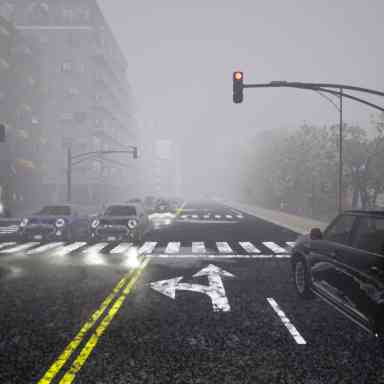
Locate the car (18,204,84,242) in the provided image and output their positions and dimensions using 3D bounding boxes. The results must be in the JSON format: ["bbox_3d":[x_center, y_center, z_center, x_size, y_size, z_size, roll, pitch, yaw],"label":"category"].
[{"bbox_3d":[-6.570,1.392,16.458,2.097,1.767,4.553,0,-1,0],"label":"car"}]

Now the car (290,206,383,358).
[{"bbox_3d":[3.374,1.221,5.292,2.150,2.045,5.566,0,0,-2],"label":"car"}]

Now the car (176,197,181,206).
[{"bbox_3d":[-3.210,1.563,57.191,2.033,1.411,5.357,0,0,0],"label":"car"}]

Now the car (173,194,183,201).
[{"bbox_3d":[-3.090,1.195,72.848,1.994,1.385,4.181,0,0,0],"label":"car"}]

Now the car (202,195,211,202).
[{"bbox_3d":[3.423,1.387,78.432,2.097,1.767,4.553,0,0,0],"label":"car"}]

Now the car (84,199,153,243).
[{"bbox_3d":[-3.322,1.368,16.039,2.097,1.767,4.553,0,-1,0],"label":"car"}]

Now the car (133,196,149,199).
[{"bbox_3d":[-6.514,1.509,38.686,1.837,1.490,4.892,0,0,0],"label":"car"}]

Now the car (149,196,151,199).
[{"bbox_3d":[-6.482,1.363,51.445,2.097,1.767,4.553,0,0,0],"label":"car"}]

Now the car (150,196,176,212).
[{"bbox_3d":[-3.278,1.496,38.357,2.128,1.511,4.902,0,0,-2],"label":"car"}]

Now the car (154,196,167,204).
[{"bbox_3d":[-6.366,1.569,67.120,2.033,1.411,5.357,0,0,1],"label":"car"}]
